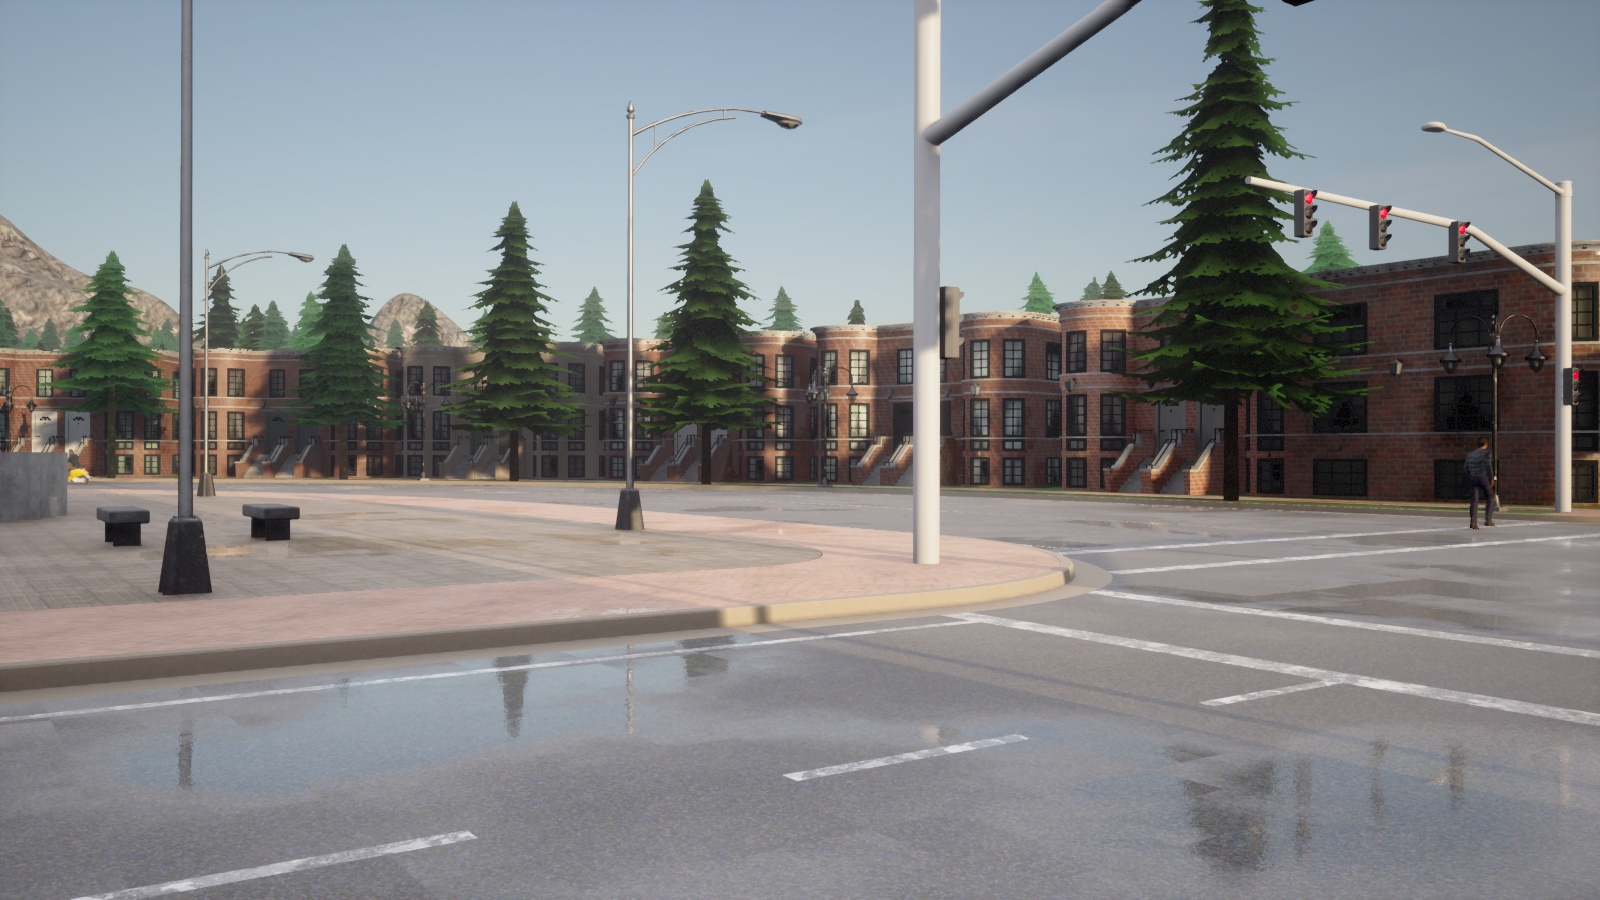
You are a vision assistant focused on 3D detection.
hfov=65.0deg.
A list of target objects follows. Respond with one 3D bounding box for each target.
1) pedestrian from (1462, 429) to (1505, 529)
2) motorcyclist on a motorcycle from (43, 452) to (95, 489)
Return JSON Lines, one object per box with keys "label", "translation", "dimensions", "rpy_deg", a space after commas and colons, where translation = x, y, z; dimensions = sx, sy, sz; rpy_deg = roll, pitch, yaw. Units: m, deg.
{"label": "pedestrian", "translation": [13.495, 0.565, 24.787], "dimensions": [0.788, 1.949, 0.423], "rpy_deg": [0, 0, -33]}
{"label": "motorcyclist on a motorcycle", "translation": [-32.367, 0.903, 55.589], "dimensions": [1.817, 1.590, 0.866], "rpy_deg": [0, 0, 4]}
